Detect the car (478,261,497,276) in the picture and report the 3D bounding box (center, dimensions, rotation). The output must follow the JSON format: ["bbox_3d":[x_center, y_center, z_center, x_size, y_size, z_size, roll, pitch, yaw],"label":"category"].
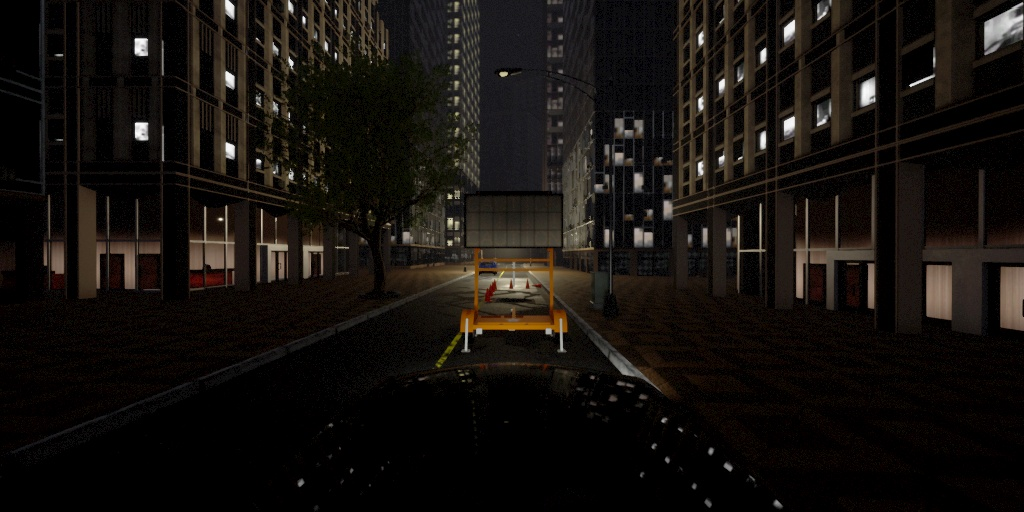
[{"bbox_3d":[-2.540,1.252,37.385,1.882,1.535,5.008,0,0,0],"label":"car"}]

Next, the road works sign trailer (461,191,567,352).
[{"bbox_3d":[0.047,0.214,8.878,2.380,3.560,2.880,0,0,0],"label":"road works sign trailer"}]
